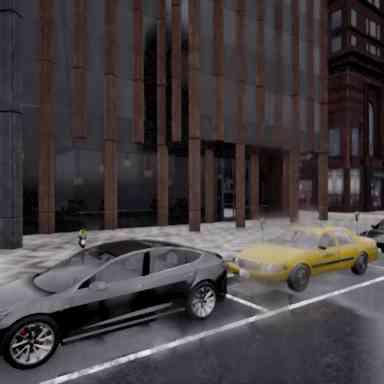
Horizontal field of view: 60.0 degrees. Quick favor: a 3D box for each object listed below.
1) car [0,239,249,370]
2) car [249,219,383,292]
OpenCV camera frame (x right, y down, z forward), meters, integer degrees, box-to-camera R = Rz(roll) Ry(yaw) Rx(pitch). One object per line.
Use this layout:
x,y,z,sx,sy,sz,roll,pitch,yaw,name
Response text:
-1.306,1.564,5.717,4.313,1.339,1.947,0,0,-36,car
3.143,1.519,8.892,4.829,1.417,1.752,0,0,-36,car
